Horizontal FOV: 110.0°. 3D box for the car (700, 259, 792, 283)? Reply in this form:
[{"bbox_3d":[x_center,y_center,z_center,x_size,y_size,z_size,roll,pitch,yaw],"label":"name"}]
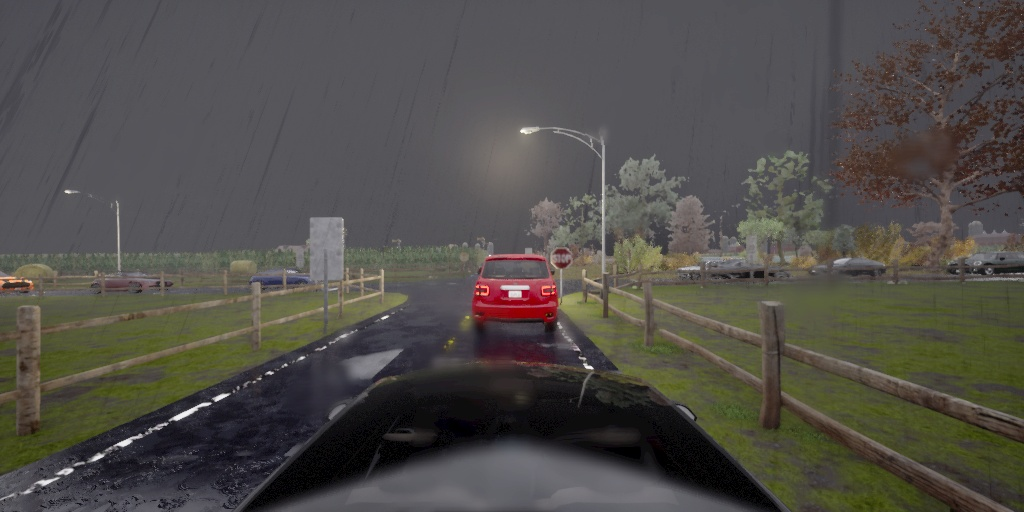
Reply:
[{"bbox_3d":[15.479,0.952,23.465,4.902,1.511,2.128,-1,0,2],"label":"car"}]

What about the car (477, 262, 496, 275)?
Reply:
[{"bbox_3d":[-2.812,1.378,40.732,1.895,1.301,4.718,0,0,0],"label":"car"}]

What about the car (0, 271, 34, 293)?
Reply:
[{"bbox_3d":[-35.799,1.756,24.396,4.553,1.767,2.097,-1,0,1],"label":"car"}]

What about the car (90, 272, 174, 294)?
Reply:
[{"bbox_3d":[-25.530,1.773,24.186,4.181,1.385,1.994,-1,0,1],"label":"car"}]

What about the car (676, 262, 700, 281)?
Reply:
[{"bbox_3d":[14.570,0.998,26.347,4.674,1.442,1.812,-1,0,1],"label":"car"}]

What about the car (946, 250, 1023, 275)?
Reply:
[{"bbox_3d":[34.610,0.478,25.945,4.553,1.767,2.097,-1,0,1],"label":"car"}]

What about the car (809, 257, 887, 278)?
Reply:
[{"bbox_3d":[24.438,0.826,26.152,4.674,1.442,1.812,-1,0,1],"label":"car"}]

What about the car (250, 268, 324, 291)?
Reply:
[{"bbox_3d":[-14.864,1.536,23.868,4.674,1.442,1.812,-1,0,4],"label":"car"}]

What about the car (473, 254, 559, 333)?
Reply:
[{"bbox_3d":[0.152,0.971,10.925,2.150,2.045,5.566,0,0,2],"label":"car"}]

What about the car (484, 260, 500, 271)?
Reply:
[{"bbox_3d":[-2.805,1.339,51.933,2.033,1.411,5.357,0,0,0],"label":"car"}]
